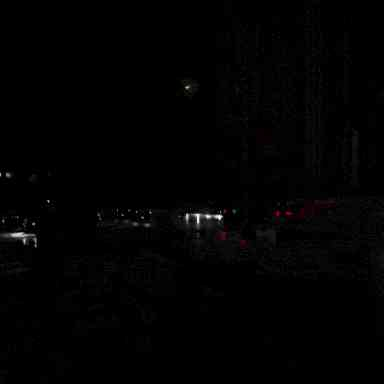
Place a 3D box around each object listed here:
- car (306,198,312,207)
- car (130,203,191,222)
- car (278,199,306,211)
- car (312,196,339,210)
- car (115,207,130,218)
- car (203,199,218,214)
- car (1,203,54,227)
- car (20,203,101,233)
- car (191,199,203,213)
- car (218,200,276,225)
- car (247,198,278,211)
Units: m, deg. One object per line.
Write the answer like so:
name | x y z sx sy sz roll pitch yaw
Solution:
car | 18.271 1.601 50.088 1.812 1.442 4.674 0 0 36
car | -2.446 1.628 26.994 1.895 1.301 4.718 0 0 36
car | 12.285 1.586 41.674 1.812 1.442 4.674 0 0 36
car | 17.793 1.424 43.721 2.097 1.767 4.553 0 0 36
car | -4.531 1.624 29.660 1.895 1.301 4.718 0 0 36
car | 3.406 1.605 35.121 1.994 1.385 4.181 0 0 36
car | -9.936 1.503 22.139 2.128 1.511 4.902 0 0 36
car | -7.544 1.580 19.896 1.994 1.385 4.181 0 0 36
car | 1.280 1.563 37.742 1.812 1.442 4.674 0 0 36
car | 4.179 1.391 24.732 2.097 1.767 4.553 0 0 36
car | 9.277 1.546 43.234 2.128 1.511 4.902 0 0 36
